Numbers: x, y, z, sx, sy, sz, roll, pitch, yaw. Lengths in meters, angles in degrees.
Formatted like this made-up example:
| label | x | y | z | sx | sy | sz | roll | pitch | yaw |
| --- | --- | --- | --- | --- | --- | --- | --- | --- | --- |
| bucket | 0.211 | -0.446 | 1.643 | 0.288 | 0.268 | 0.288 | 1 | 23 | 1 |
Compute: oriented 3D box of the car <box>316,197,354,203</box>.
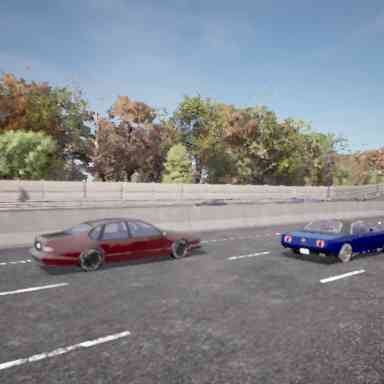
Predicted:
| label | x | y | z | sx | sy | sz | roll | pitch | yaw |
| --- | --- | --- | --- | --- | --- | --- | --- | --- | --- |
| car | 16.379 | 1.387 | 37.162 | 4.553 | 1.767 | 2.097 | 0 | 0 | -35 |

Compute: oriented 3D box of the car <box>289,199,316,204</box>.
| label | x | y | z | sx | sy | sz | roll | pitch | yaw |
| --- | --- | --- | --- | --- | --- | --- | --- | --- | --- |
| car | 14.557 | 1.584 | 40.171 | 5.357 | 1.411 | 2.033 | 0 | 0 | -35 |

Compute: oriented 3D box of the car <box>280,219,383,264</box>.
| label | x | y | z | sx | sy | sz | roll | pitch | yaw |
| --- | --- | --- | --- | --- | --- | --- | --- | --- | --- |
| car | 5.405 | 1.604 | 11.904 | 4.718 | 1.301 | 1.895 | 0 | 0 | -36 |

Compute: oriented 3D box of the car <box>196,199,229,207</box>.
| label | x | y | z | sx | sy | sz | roll | pitch | yaw |
| --- | --- | --- | --- | --- | --- | --- | --- | --- | --- |
| car | 2.512 | 1.582 | 40.171 | 4.181 | 1.385 | 1.994 | 0 | 0 | -35 |

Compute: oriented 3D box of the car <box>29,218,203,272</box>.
| label | x | y | z | sx | sy | sz | roll | pitch | yaw |
| --- | --- | --- | --- | --- | --- | --- | --- | --- | --- |
| car | -2.231 | 1.547 | 10.755 | 5.357 | 1.411 | 2.033 | 0 | 0 | -36 |

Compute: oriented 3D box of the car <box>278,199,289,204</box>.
| label | x | y | z | sx | sy | sz | roll | pitch | yaw |
| --- | --- | --- | --- | --- | --- | --- | --- | --- | --- |
| car | 13.352 | 1.586 | 43.606 | 5.357 | 1.411 | 2.033 | 0 | 0 | -35 |
